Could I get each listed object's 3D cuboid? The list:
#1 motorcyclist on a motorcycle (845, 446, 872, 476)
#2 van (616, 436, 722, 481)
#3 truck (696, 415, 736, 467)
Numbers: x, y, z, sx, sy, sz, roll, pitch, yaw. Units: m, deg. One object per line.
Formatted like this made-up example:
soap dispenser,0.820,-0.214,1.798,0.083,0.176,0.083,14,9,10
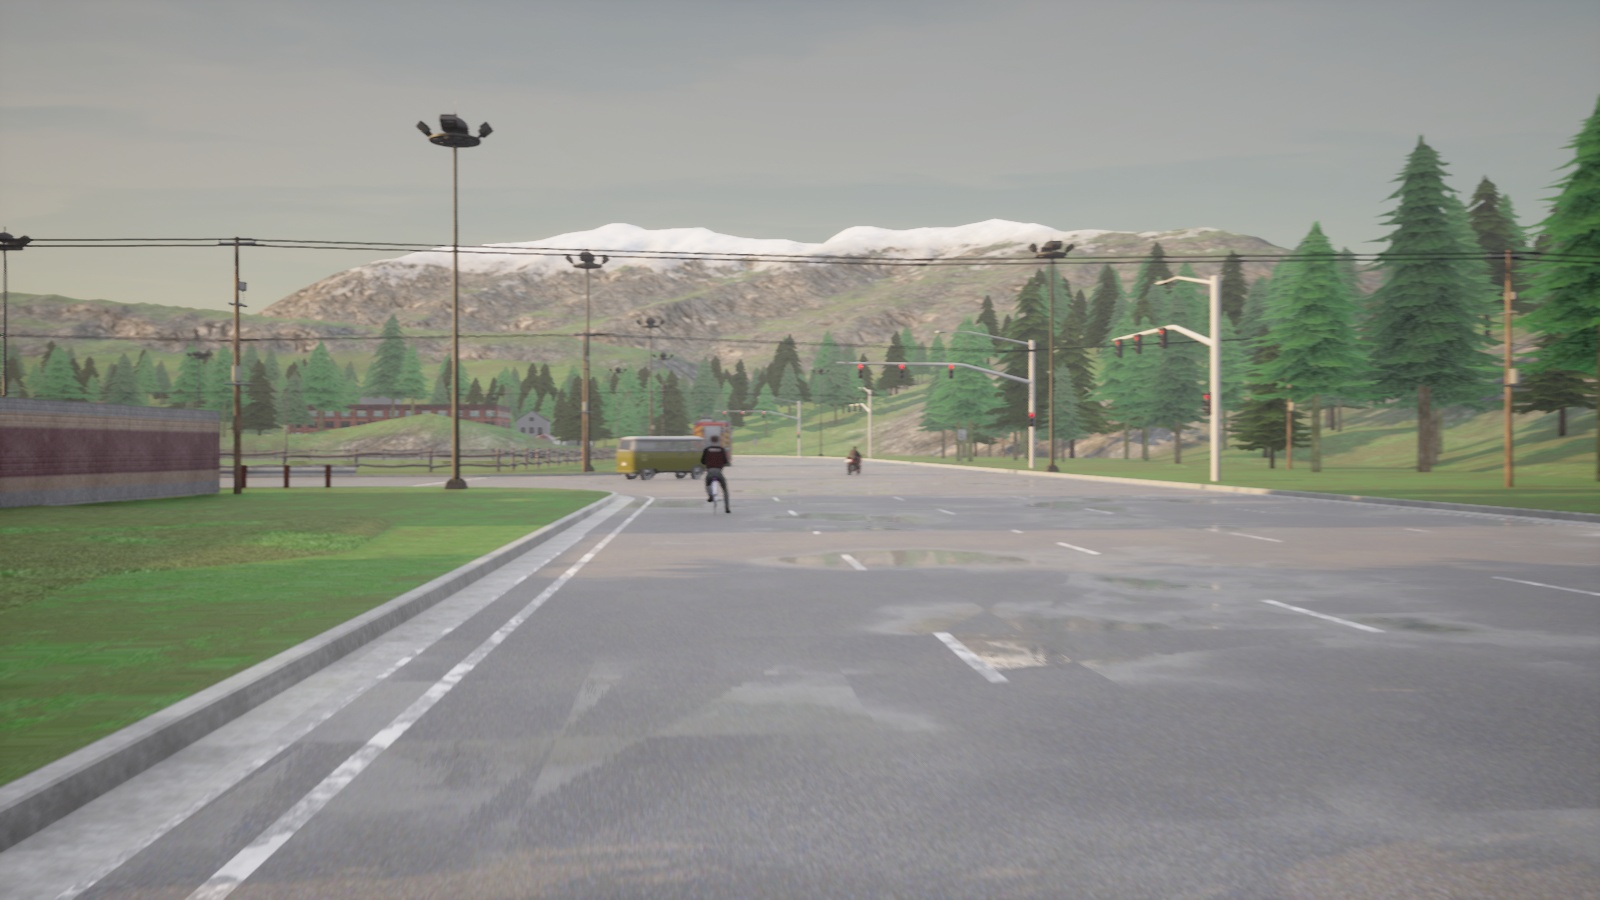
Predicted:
motorcyclist on a motorcycle,3.017,0.565,64.356,0.797,1.523,2.044,-1,0,21
van,-5.909,0.363,56.905,4.442,1.987,1.775,0,0,-35
truck,-6.475,-0.653,96.655,2.891,3.827,8.468,0,0,-4
